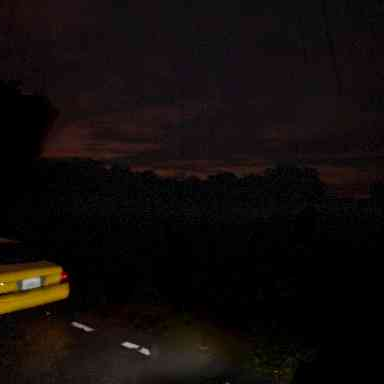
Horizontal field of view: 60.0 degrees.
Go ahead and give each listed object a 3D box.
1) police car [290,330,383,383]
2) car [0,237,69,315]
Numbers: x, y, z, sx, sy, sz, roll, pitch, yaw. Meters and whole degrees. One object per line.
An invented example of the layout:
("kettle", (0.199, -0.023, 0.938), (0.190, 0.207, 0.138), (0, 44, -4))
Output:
("police car", (3.105, 1.519, 1.555), (5.238, 1.638, 1.930), (-1, -2, 37))
("car", (-4.968, 1.662, 7.589), (5.366, 1.575, 1.801), (-1, -2, 37))
